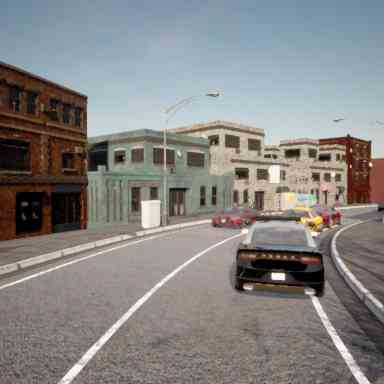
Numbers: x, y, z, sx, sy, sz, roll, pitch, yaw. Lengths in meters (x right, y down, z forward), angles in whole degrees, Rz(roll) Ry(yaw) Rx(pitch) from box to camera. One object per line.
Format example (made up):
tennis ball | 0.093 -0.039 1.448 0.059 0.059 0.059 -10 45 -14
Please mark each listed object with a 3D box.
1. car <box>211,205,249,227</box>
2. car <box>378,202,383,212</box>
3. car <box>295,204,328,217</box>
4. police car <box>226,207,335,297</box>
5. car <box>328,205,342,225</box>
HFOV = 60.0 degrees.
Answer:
car | 2.918 1.539 21.411 1.994 1.385 4.181 1 0 32
car | 24.047 1.683 40.147 4.181 1.385 1.994 0 1 -44
car | 5.796 1.471 17.656 1.801 1.575 5.366 1 0 28
police car | 2.323 1.428 8.912 1.930 1.638 5.238 0 0 15
car | 8.689 1.557 22.248 1.812 1.442 4.674 1 0 36
